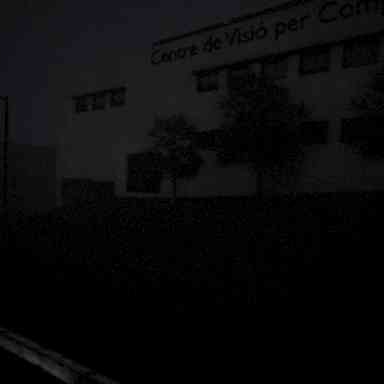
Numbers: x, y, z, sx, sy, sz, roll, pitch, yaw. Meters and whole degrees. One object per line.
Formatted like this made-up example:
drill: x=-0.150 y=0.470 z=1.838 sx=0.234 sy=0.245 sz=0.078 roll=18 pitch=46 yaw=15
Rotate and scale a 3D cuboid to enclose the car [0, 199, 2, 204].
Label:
car: x=-28.456 y=1.030 z=45.038 sx=2.097 sy=1.767 sz=4.553 roll=2 pitch=0 yaw=32
